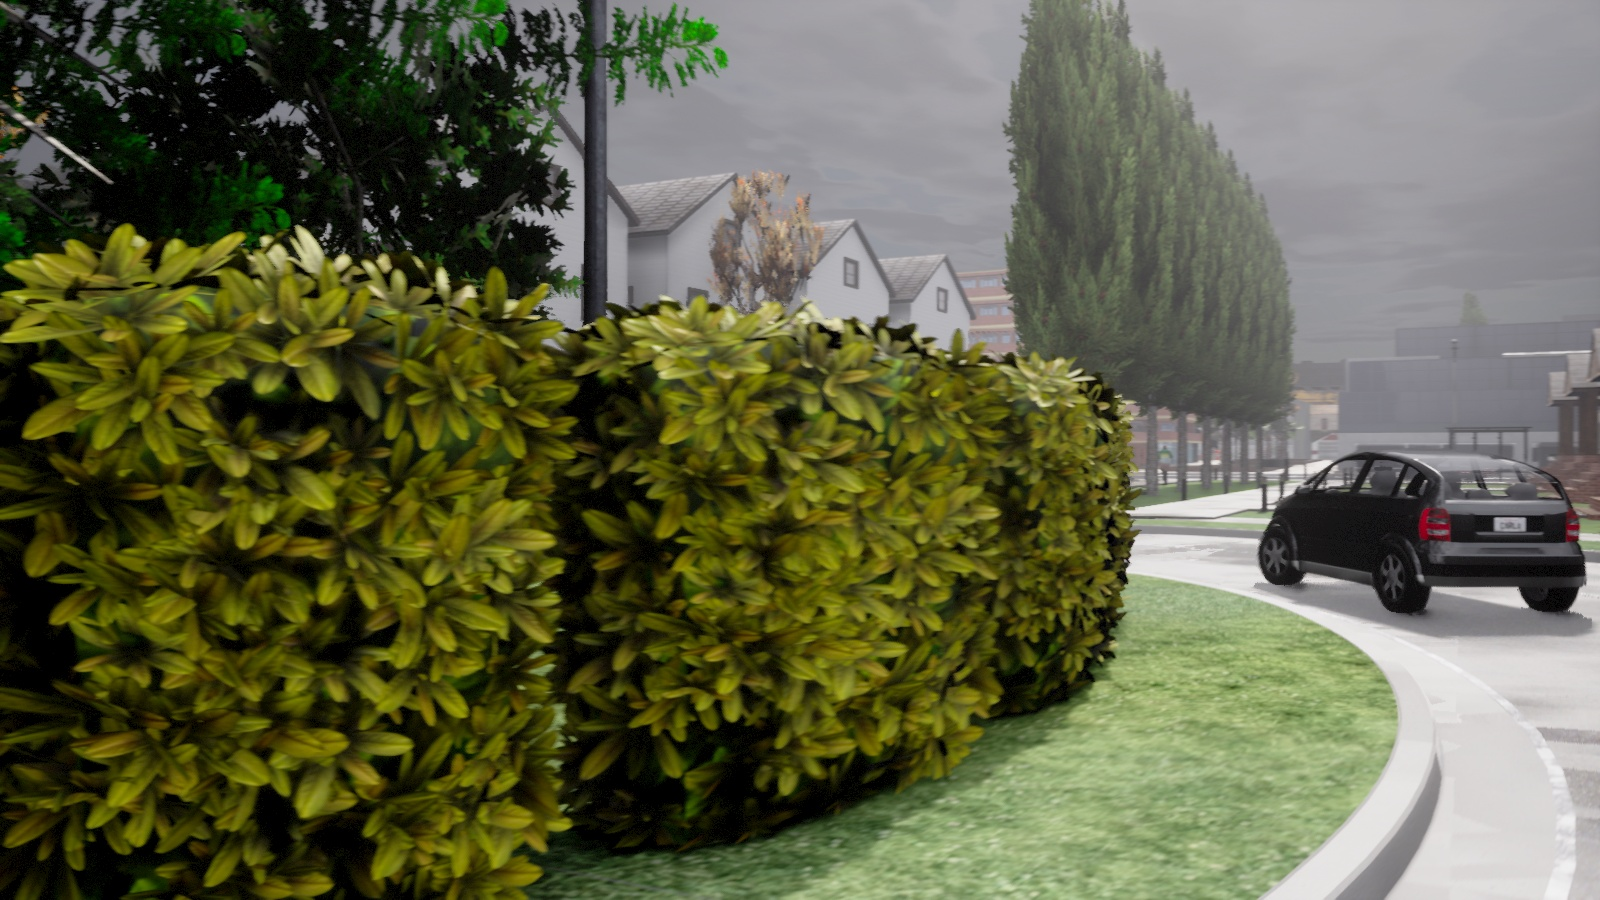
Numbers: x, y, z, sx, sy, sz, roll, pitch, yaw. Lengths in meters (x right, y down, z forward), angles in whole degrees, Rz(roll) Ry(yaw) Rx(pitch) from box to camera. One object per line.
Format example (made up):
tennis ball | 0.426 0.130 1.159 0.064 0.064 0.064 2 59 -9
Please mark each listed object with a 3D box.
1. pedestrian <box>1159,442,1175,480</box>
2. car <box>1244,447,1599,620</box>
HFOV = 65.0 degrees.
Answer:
pedestrian | 19.122 0.559 65.455 0.659 1.952 0.873 0 0 27
car | 6.292 0.758 13.134 1.789 1.549 3.705 0 0 -4
